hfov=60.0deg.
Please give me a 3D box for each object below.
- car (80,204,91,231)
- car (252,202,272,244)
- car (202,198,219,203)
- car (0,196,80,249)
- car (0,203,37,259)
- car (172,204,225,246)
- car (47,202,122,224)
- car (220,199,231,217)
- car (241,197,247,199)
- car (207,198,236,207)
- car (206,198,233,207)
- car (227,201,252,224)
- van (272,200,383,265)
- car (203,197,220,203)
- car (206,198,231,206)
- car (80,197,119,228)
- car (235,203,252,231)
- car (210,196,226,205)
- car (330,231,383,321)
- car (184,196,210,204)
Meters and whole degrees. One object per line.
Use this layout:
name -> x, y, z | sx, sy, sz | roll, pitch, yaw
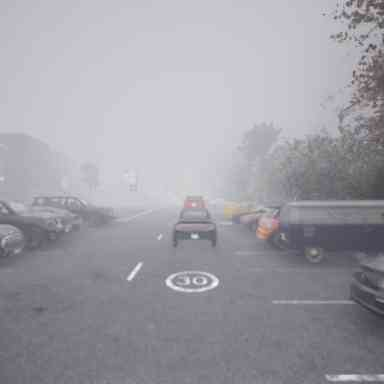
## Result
car -> -7.973, 1.508, 16.636 | 4.892, 1.521, 2.231 | 0, 0, 0
car -> 5.065, 1.375, 13.853 | 4.553, 1.767, 2.185 | 0, 0, 0
car -> 5.234, 2.323, 93.461 | 4.674, 1.452, 2.002 | 0, -1, 0
car -> -7.955, 1.249, 13.832 | 5.566, 2.045, 2.435 | 0, 0, 0
car -> -8.019, 1.368, 11.031 | 4.553, 1.767, 2.185 | 0, 0, 0
car -> 0.115, 1.516, 15.344 | 2.128, 1.511, 4.902 | 0, 0, 0
car -> -7.968, 1.555, 25.041 | 4.892, 1.521, 2.231 | 0, 0, 0
car -> 5.118, 1.575, 27.776 | 5.008, 1.535, 2.097 | 0, -1, 0
car -> 12.188, 1.959, 78.524 | 4.181, 1.385, 1.994 | 0, -3, -4
car -> 5.203, 1.912, 59.408 | 5.008, 1.535, 2.097 | 0, -1, 0
car -> 5.199, 1.948, 62.681 | 4.892, 1.521, 2.231 | 0, -1, 0
car -> 5.116, 1.534, 22.208 | 5.008, 1.535, 2.097 | 0, 0, 0
van -> 5.209, 1.268, 11.072 | 4.442, 1.987, 1.878 | 0, 0, 0
car -> 5.299, 2.121, 90.293 | 4.553, 1.767, 2.185 | 0, -1, 0
car -> 5.209, 2.023, 65.957 | 4.674, 1.452, 2.002 | 0, -1, 0
car -> -7.940, 1.284, 22.242 | 5.566, 2.045, 2.435 | 0, 0, 0
car -> 5.108, 1.560, 19.421 | 4.674, 1.452, 2.002 | 0, 0, 0
car -> 5.187, 1.918, 56.259 | 4.674, 1.452, 2.002 | 0, -1, 0
car -> 5.085, 1.527, 5.500 | 4.674, 1.452, 2.002 | 0, 0, 0
car -> 0.401, 1.377, 33.874 | 2.150, 2.045, 5.566 | 0, -1, 5
